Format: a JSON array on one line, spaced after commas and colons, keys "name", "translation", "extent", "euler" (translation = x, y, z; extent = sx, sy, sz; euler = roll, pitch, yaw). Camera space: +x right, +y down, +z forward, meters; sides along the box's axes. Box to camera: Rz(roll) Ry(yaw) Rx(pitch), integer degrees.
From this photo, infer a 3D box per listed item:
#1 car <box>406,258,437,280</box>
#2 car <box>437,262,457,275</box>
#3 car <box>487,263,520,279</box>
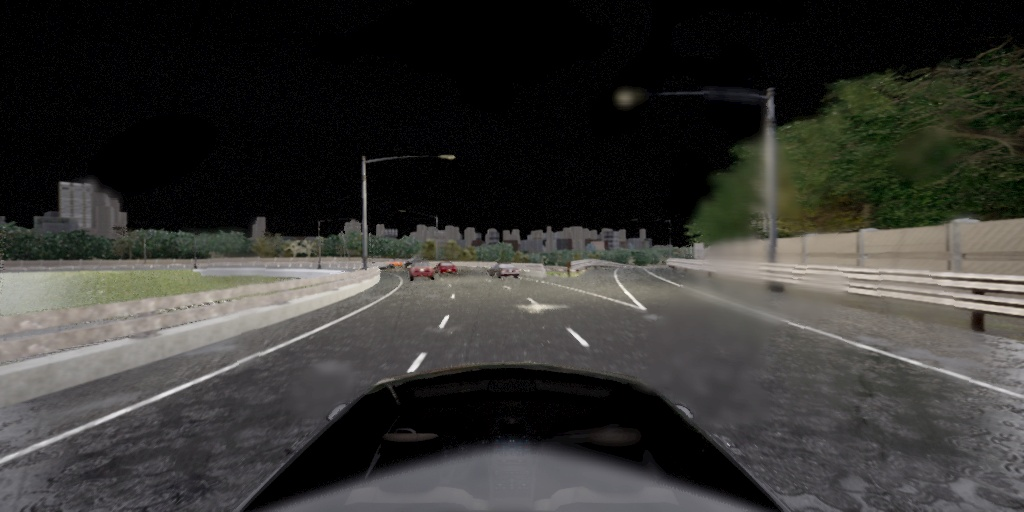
[{"name": "car", "translation": [-8.662, 1.287, 33.987], "extent": [2.097, 1.767, 4.553], "euler": [-1, 0, -18]}, {"name": "car", "translation": [-7.840, 1.406, 42.015], "extent": [1.882, 1.535, 5.008], "euler": [-1, 0, -22]}, {"name": "car", "translation": [-0.842, 1.345, 32.823], "extent": [2.033, 1.411, 5.357], "euler": [-1, 0, -17]}]
